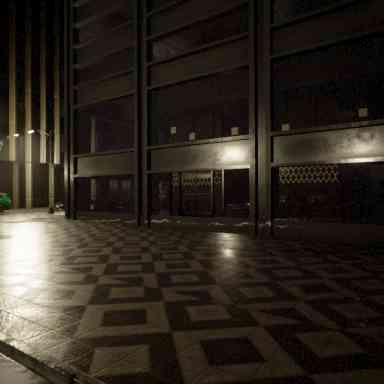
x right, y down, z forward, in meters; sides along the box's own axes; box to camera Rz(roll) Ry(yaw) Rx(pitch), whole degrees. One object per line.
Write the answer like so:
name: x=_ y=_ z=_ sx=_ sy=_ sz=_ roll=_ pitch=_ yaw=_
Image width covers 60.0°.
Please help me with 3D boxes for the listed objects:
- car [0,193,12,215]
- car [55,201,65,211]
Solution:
car: x=-19.387 y=1.113 z=30.062 sx=2.150 sy=2.045 sz=5.566 roll=0 pitch=0 yaw=37
car: x=-13.363 y=1.326 z=38.591 sx=1.882 sy=1.535 sz=5.008 roll=0 pitch=0 yaw=35
